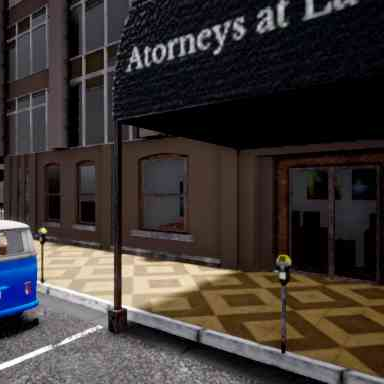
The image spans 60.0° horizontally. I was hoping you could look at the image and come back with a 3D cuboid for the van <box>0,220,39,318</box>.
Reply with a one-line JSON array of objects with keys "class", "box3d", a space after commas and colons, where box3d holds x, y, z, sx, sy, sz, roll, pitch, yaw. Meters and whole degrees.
[{"class": "van", "box3d": [-4.509, 1.341, 6.080, 3.998, 1.788, 1.690, 0, 0, 35]}]
